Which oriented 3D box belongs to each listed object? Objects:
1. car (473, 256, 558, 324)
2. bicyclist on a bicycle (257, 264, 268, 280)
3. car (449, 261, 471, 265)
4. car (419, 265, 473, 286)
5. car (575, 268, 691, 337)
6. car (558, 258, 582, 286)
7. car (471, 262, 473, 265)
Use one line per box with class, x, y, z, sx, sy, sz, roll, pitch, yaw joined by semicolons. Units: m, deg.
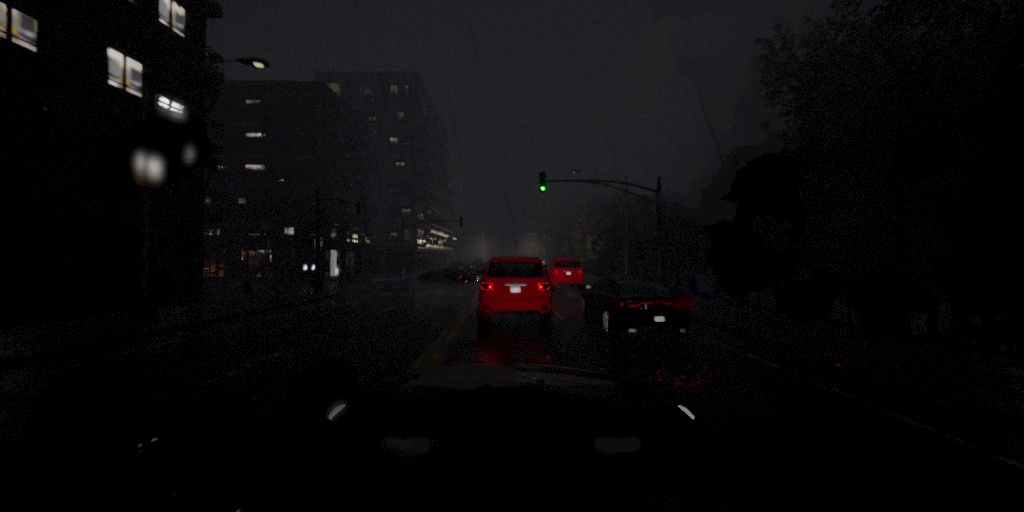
car;0.096;1.048;12.450;2.150;2.045;5.566;0;-1;0
bicyclist on a bicycle;-24.887;1.580;35.767;0.582;1.620;1.656;-1;0;-1
car;-6.605;1.415;43.731;2.097;1.767;4.553;0;0;0
car;-5.150;1.602;28.015;4.718;1.301;1.895;0;0;38
car;3.346;1.292;10.601;1.882;1.535;5.008;0;0;0
car;3.339;1.136;23.864;2.150;2.045;5.566;0;0;0
car;-3.355;1.612;43.906;2.033;1.411;5.357;0;0;0
